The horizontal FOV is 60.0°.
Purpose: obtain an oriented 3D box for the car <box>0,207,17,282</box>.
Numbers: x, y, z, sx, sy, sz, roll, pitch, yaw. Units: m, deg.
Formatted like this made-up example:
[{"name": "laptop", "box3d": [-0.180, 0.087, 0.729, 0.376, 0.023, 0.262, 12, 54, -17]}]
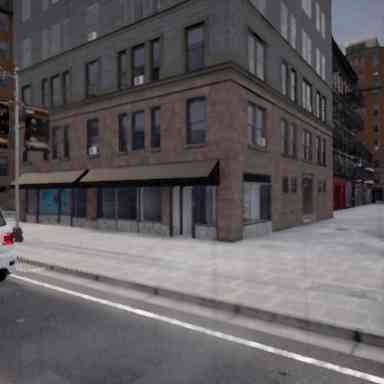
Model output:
[{"name": "car", "box3d": [-6.683, 1.244, 8.447, 5.566, 2.045, 2.150, -1, 0, 36]}]
